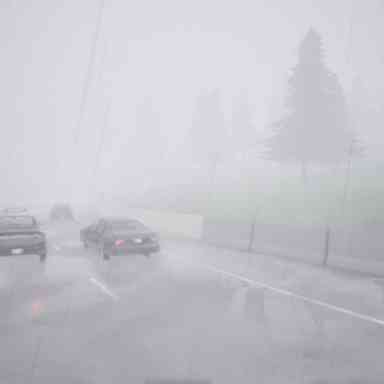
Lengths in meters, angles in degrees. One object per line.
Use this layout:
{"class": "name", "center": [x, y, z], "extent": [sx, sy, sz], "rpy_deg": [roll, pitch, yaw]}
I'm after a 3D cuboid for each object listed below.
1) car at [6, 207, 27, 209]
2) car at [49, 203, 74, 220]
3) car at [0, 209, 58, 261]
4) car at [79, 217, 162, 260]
{"class": "car", "center": [-14.009, 1.844, 26.583], "extent": [1.895, 1.301, 4.718], "rpy_deg": [1, -1, -25]}
{"class": "car", "center": [-12.092, 1.805, 30.829], "extent": [1.837, 1.490, 4.892], "rpy_deg": [0, 0, -24]}
{"class": "car", "center": [-6.484, 1.604, 12.197], "extent": [2.128, 1.511, 4.902], "rpy_deg": [1, -1, -29]}
{"class": "car", "center": [-3.026, 1.684, 13.186], "extent": [2.033, 1.411, 5.357], "rpy_deg": [1, -1, -30]}
